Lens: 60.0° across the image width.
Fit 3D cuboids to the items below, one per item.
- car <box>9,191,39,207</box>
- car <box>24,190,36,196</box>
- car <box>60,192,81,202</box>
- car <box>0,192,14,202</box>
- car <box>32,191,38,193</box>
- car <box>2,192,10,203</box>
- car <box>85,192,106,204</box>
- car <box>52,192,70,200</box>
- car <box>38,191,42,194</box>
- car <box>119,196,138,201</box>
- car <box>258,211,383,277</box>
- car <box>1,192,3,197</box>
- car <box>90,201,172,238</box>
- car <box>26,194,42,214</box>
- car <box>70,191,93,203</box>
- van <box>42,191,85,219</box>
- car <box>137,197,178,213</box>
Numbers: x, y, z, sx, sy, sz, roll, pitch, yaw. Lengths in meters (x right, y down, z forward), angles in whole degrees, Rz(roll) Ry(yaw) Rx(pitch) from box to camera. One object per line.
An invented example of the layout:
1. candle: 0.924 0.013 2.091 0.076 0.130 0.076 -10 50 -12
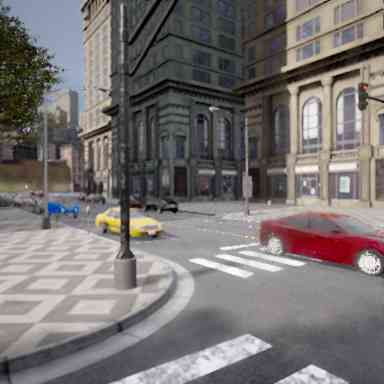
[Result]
1. car: -19.562 0.975 38.601 1.752 1.417 4.829 1 1 -36
2. car: -39.118 0.306 80.136 1.802 1.307 4.206 0 1 -36
3. car: -19.350 0.766 52.842 2.008 1.369 4.403 0 1 -36
4. car: -29.546 0.744 52.387 2.008 1.369 4.403 1 1 -36
5. car: -26.201 0.731 52.459 1.812 1.442 4.674 -1 1 -36
6. car: -22.956 0.912 43.288 2.008 1.369 4.403 1 1 -36
7. car: -12.761 0.937 43.744 2.008 1.369 4.403 0 1 -36
8. car: -22.645 0.713 57.391 1.802 1.307 4.206 0 1 -36
9. car: -32.528 0.429 71.038 1.887 1.381 4.507 0 1 -36
10. car: -6.170 1.094 34.642 1.887 1.381 4.507 0 1 -36
11. car: 4.327 1.392 10.302 1.882 1.535 5.008 -1 1 -36
12. car: -26.251 0.828 47.838 2.008 1.369 4.403 1 1 -36
13. car: -3.086 1.340 15.843 1.752 1.417 4.829 0 0 -36
14. car: -13.071 1.162 29.636 2.008 1.369 4.403 0 1 -36
15. car: -16.054 0.740 48.292 1.967 1.590 4.097 0 1 -36
16. van: -9.776 1.026 25.084 1.690 1.788 3.998 0 1 -36
17. car: -2.877 1.189 30.092 1.947 1.339 4.313 0 1 -36
